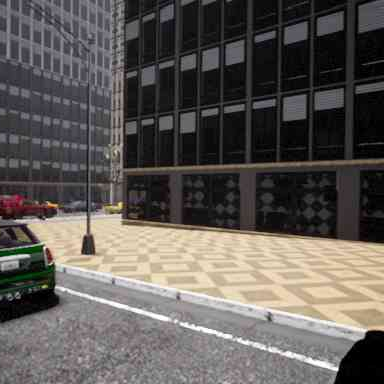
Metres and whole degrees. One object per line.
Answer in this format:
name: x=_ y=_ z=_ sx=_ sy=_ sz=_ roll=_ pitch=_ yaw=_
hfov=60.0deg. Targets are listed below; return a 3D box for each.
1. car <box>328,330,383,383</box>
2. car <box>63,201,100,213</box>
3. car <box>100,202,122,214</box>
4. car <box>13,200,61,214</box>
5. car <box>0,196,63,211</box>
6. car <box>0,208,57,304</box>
car: x=3.064 y=1.599 z=1.492 sx=4.718 sy=1.301 sz=1.895 roll=0 pitch=0 yaw=36
car: x=-13.736 y=1.799 z=41.303 sx=2.033 sy=1.411 sz=5.357 roll=1 pitch=0 yaw=37
car: x=-8.019 y=1.877 z=39.304 sx=1.752 sy=1.417 sz=4.829 roll=0 pitch=0 yaw=37
car: x=-18.314 y=1.703 z=39.492 sx=1.752 sy=1.417 sz=4.829 roll=0 pitch=0 yaw=37
car: x=-14.839 y=1.566 z=30.109 sx=2.192 sy=1.841 sz=5.009 roll=0 pitch=0 yaw=37
car: x=-5.035 y=1.361 z=7.290 sx=4.553 sy=1.767 sz=2.097 roll=0 pitch=0 yaw=36
